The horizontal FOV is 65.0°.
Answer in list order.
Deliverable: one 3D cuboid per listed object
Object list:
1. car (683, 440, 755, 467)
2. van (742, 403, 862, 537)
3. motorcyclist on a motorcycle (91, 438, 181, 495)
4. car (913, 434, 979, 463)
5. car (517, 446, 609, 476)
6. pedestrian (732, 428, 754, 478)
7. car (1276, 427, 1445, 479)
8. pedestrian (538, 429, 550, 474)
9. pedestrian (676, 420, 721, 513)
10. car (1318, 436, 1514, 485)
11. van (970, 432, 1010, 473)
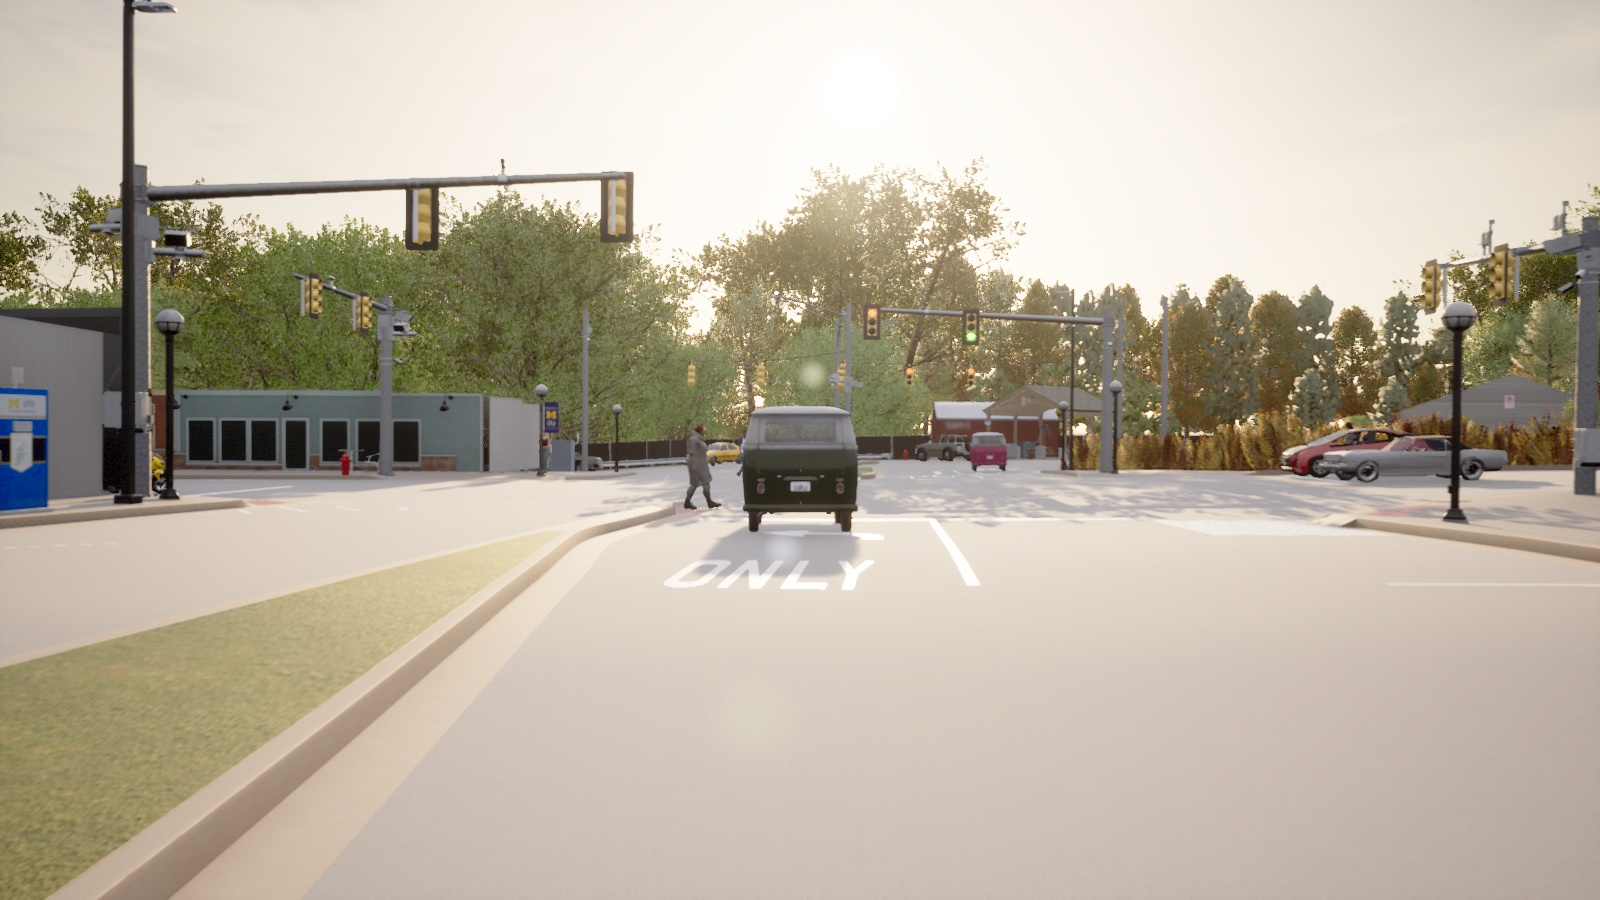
[{"bbox_3d":[-5.236,0.197,81.897,1.801,1.575,5.366,0,2,32],"label":"car"},{"bbox_3d":[0.002,0.306,20.861,1.775,1.987,4.442,0,0,-1],"label":"van"},{"bbox_3d":[-18.070,0.440,34.189,2.044,1.523,0.797,0,1,6],"label":"motorcyclist on a motorcycle"},{"bbox_3d":[9.687,-0.108,83.666,1.932,1.855,4.605,0,0,-32],"label":"car"},{"bbox_3d":[-13.886,0.624,73.652,4.856,1.649,2.033,-1,1,8],"label":"car"},{"bbox_3d":[-2.086,0.106,45.922,0.706,1.836,0.354,1,1,14],"label":"pedestrian"},{"bbox_3d":[17.852,0.086,40.171,4.514,1.525,2.007,-1,1,4],"label":"car"},{"bbox_3d":[-10.579,0.061,51.927,0.345,1.836,0.594,1,1,2],"label":"pedestrian"},{"bbox_3d":[-2.162,0.343,26.823,0.873,1.952,0.659,1,1,2],"label":"pedestrian"},{"bbox_3d":[17.818,0.293,36.500,4.718,1.301,1.895,-1,1,3],"label":"car"},{"bbox_3d":[9.788,0.110,65.040,1.775,1.987,4.442,-1,1,6],"label":"van"}]
